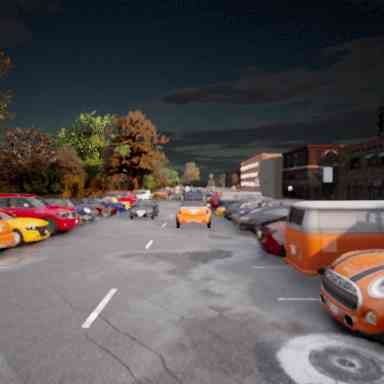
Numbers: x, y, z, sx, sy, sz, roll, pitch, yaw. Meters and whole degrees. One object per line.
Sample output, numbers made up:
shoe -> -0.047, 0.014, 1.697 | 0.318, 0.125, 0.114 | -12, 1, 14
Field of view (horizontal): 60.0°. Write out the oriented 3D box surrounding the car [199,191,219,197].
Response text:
car -> 4.387, 0.515, 87.280 | 5.008, 1.535, 2.097 | 0, 1, 0

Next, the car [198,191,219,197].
car -> 4.189, 0.542, 84.454 | 5.366, 1.575, 1.946 | 0, 1, 0

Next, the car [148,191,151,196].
car -> -8.570, 0.962, 47.095 | 4.553, 1.767, 2.185 | 0, 1, 0

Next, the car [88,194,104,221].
car -> -8.571, 1.181, 22.157 | 4.553, 1.767, 2.185 | 0, 0, 0

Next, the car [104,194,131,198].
car -> -8.545, 1.234, 30.513 | 5.008, 1.535, 2.097 | 0, 0, 0

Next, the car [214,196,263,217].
car -> 4.355, 1.280, 24.955 | 5.366, 1.575, 1.946 | 0, 0, 0

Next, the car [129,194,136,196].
car -> -8.724, 1.208, 33.172 | 5.366, 1.575, 1.946 | 0, 1, 0

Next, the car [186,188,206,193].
car -> 0.112, 0.910, 37.999 | 2.150, 2.045, 5.566 | 0, 0, 0

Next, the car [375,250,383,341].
car -> 4.726, 1.457, 2.688 | 5.366, 1.575, 1.946 | 0, 0, 0

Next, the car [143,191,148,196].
car -> -8.570, 0.986, 44.310 | 4.553, 1.767, 2.185 | 0, 1, 0

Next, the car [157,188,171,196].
car -> -8.182, 0.449, 81.625 | 4.553, 1.767, 2.185 | 0, 1, 0

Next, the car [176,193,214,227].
car -> 0.102, 1.185, 21.417 | 2.097, 1.767, 4.553 | 0, 0, 0

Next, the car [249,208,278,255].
car -> 4.570, 1.427, 11.039 | 4.792, 1.488, 2.163 | 0, 0, 0

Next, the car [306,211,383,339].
car -> 4.571, 1.314, 5.470 | 4.553, 1.767, 2.185 | 0, 0, 0

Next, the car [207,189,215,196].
car -> 4.569, 0.959, 33.302 | 5.566, 2.045, 2.435 | 0, 1, 0

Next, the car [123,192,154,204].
car -> -8.508, 0.911, 52.790 | 4.553, 1.767, 2.185 | 0, 1, 0

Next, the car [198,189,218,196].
car -> 4.425, 0.203, 92.928 | 5.566, 2.045, 2.435 | 0, 1, 0

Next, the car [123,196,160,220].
car -> -3.598, 1.288, 25.711 | 2.128, 1.511, 4.902 | 0, 0, 0

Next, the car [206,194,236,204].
car -> 4.526, 1.079, 52.645 | 4.674, 1.452, 2.002 | -1, 1, 0

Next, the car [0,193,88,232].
car -> -8.511, 1.101, 16.586 | 5.566, 2.045, 2.435 | 0, 0, 0

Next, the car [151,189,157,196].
car -> -8.567, 0.810, 50.004 | 5.566, 2.045, 2.435 | 0, 1, 0

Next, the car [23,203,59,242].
car -> -8.544, 1.374, 13.802 | 5.008, 1.535, 2.097 | 0, 0, 0

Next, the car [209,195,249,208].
car -> 4.570, 1.166, 41.654 | 4.792, 1.488, 2.163 | 0, 1, 0

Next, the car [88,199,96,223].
car -> -8.546, 1.331, 19.372 | 4.892, 1.521, 2.231 | 0, 0, 0

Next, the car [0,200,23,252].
car -> -8.508, 1.271, 11.016 | 4.553, 1.767, 2.185 | 0, 0, 0

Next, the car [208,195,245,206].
car -> 4.538, 1.152, 44.437 | 4.674, 1.452, 2.002 | 0, 1, 0

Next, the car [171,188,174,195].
car -> -8.195, 0.484, 90.097 | 4.892, 1.521, 2.231 | 0, 1, 0

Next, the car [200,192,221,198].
car -> 4.356, 0.646, 78.803 | 4.674, 1.452, 2.002 | 0, 1, 0

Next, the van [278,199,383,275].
van -> 4.658, 1.193, 8.190 | 4.442, 1.987, 1.878 | 0, 0, 0

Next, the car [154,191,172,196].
car -> -8.151, 0.484, 92.796 | 4.792, 1.488, 2.163 | 0, 1, 0

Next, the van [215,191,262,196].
van -> 4.658, 1.009, 30.519 | 4.442, 1.987, 1.878 | 0, 1, 0

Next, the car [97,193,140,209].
car -> -8.508, 1.035, 38.865 | 4.553, 1.767, 2.185 | 0, 1, 0

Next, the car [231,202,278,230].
car -> 4.538, 1.393, 16.605 | 4.674, 1.452, 2.002 | 0, 0, 0

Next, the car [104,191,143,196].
car -> -8.567, 0.935, 35.955 | 5.566, 2.045, 2.435 | 0, 1, 0

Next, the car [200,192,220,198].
car -> 4.364, 0.616, 81.628 | 4.674, 1.452, 2.002 | 0, 1, 0

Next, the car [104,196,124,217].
car -> -8.509, 1.288, 27.727 | 4.792, 1.488, 2.163 | 0, 0, 0

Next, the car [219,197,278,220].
car -> 4.534, 1.308, 22.172 | 4.892, 1.521, 2.231 | 0, 0, 0
